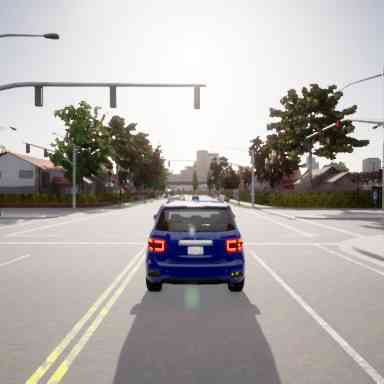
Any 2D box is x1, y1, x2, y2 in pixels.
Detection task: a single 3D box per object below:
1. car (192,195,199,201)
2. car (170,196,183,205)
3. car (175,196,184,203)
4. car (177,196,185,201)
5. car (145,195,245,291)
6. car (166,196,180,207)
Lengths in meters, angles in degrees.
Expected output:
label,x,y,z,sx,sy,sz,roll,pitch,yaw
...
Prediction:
label,x,y,z,sx,sy,sz,roll,pitch,yaw
car,0.932,1.473,88.078,1.882,1.535,5.008,0,0,0
car,-2.812,1.544,61.299,2.033,1.411,5.357,0,0,1
car,-2.677,1.521,71.147,1.812,1.442,4.674,0,0,0
car,-2.612,1.591,81.347,1.895,1.301,4.718,0,0,0
car,0.071,1.221,9.119,2.150,2.045,5.566,0,0,0
car,-2.888,1.475,51.575,1.882,1.535,5.008,0,0,1
